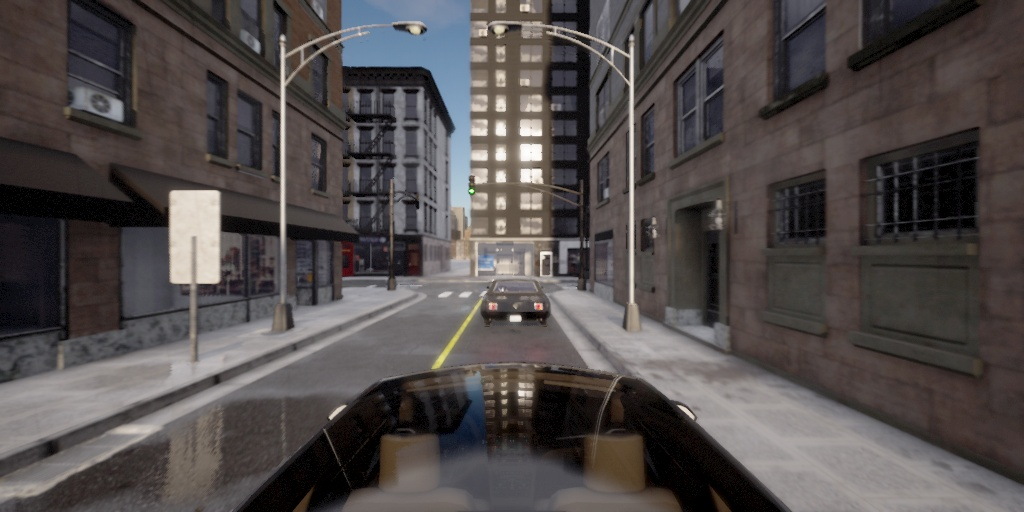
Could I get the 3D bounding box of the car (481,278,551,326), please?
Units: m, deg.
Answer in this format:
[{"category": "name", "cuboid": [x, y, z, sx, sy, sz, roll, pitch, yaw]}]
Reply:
[{"category": "car", "cuboid": [0.101, 1.363, 11.665, 1.895, 1.301, 4.718, 0, 0, 0]}]
